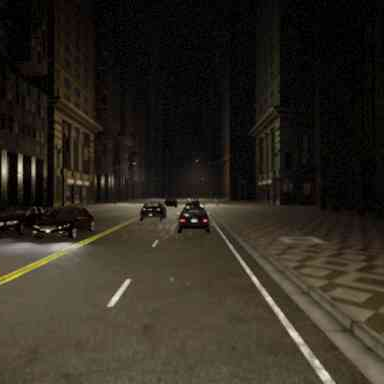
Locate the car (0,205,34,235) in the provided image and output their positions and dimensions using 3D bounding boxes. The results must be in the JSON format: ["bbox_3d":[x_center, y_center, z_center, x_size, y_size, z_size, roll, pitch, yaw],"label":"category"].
[{"bbox_3d":[-9.765,1.536,19.082,2.128,1.511,4.902,0,0,0],"label":"car"}]

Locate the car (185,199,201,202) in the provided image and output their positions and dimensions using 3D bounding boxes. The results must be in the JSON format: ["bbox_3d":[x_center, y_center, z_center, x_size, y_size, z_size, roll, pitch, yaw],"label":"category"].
[{"bbox_3d":[0.100,1.599,44.045,2.128,1.511,4.902,0,0,0],"label":"car"}]

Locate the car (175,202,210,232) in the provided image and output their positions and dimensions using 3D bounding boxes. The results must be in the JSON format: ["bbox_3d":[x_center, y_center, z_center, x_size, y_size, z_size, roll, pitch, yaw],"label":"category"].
[{"bbox_3d":[0.102,1.596,20.349,2.033,1.411,5.357,0,0,0],"label":"car"}]

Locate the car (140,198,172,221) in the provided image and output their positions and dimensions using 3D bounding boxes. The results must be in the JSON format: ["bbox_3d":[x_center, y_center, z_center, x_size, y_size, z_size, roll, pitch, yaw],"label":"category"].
[{"bbox_3d":[-3.151,1.558,27.795,2.128,1.511,4.902,0,0,0],"label":"car"}]

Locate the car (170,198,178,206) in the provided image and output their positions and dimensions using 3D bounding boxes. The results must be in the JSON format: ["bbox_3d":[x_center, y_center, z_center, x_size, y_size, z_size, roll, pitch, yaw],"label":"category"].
[{"bbox_3d":[-3.149,1.602,50.957,1.882,1.535,5.008,0,0,0],"label":"car"}]

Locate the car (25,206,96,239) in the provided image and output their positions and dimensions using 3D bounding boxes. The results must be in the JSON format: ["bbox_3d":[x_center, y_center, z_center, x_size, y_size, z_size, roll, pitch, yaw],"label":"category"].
[{"bbox_3d":[-6.531,1.548,17.543,1.837,1.490,4.892,0,0,1],"label":"car"}]
